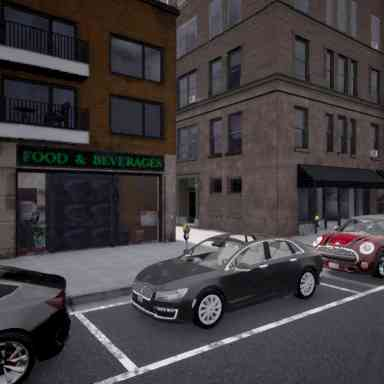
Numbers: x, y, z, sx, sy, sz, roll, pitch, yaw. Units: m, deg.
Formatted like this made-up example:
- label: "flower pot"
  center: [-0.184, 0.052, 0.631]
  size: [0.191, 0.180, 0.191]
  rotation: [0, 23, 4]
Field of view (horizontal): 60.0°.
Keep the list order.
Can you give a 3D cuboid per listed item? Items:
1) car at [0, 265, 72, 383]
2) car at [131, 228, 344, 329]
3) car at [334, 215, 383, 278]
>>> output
- label: "car"
  center: [-3.585, 1.566, 3.635]
  size: [4.313, 1.339, 1.947]
  rotation: [0, 0, -35]
- label: "car"
  center: [0.910, 1.551, 6.836]
  size: [4.403, 1.369, 2.008]
  rotation: [0, 0, -35]
- label: "car"
  center: [5.406, 1.442, 10.037]
  size: [4.097, 1.590, 1.967]
  rotation: [0, 0, -35]
